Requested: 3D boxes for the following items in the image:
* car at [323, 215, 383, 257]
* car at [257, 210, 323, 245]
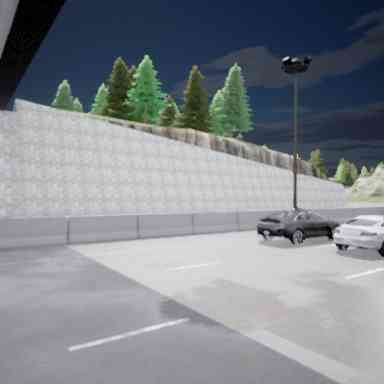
[{"bbox_3d":[7.663,1.667,13.610,4.674,1.442,1.812,0,0,-35],"label":"car"},{"bbox_3d":[5.312,1.630,16.236,4.902,1.511,2.128,1,0,-35],"label":"car"}]
